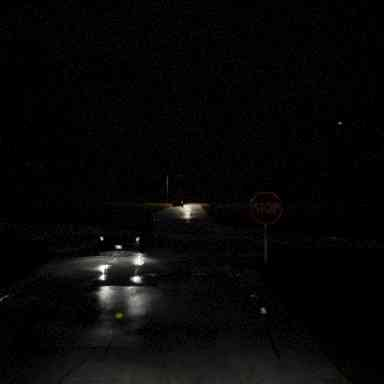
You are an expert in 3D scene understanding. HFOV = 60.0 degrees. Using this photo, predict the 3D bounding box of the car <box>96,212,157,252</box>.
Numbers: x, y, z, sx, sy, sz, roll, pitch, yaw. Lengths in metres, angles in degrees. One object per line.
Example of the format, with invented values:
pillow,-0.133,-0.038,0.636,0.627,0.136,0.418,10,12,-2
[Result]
car,-2.698,1.624,15.034,2.033,1.411,5.357,1,1,0

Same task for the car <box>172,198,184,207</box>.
car,-2.657,2.017,63.327,2.097,1.767,4.553,0,-1,0
